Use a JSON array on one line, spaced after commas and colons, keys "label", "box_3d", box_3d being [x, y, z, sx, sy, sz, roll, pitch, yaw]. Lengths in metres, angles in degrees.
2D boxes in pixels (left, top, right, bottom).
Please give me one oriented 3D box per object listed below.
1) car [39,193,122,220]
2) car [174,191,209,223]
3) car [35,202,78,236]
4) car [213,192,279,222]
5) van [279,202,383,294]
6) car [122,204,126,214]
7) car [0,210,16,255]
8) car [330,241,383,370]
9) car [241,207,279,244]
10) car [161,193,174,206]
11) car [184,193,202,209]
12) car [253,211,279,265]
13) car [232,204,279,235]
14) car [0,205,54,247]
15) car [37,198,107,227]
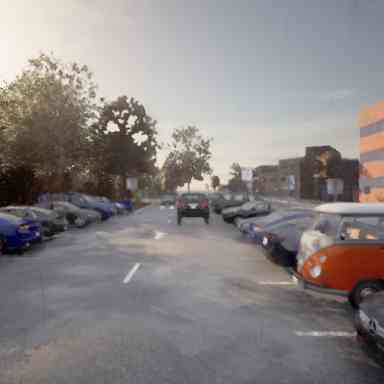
[{"label": "car", "box_3d": [-8.143, 1.079, 23.462, 5.566, 2.045, 2.435, 0, 0, 0]}, {"label": "car", "box_3d": [0.081, 1.066, 23.899, 2.150, 2.045, 5.566, 0, 0, 0]}, {"label": "car", "box_3d": [-8.158, 1.387, 15.117, 4.892, 1.521, 2.231, 0, 0, 0]}, {"label": "car", "box_3d": [4.429, 1.057, 26.505, 5.566, 2.045, 2.435, 0, 0, 0]}, {"label": "van", "box_3d": [4.294, 1.213, 6.726, 4.442, 1.987, 1.878, 0, 0, 0]}, {"label": "car", "box_3d": [-8.111, 1.153, 29.242, 4.553, 1.767, 2.185, 0, 0, 0]}, {"label": "car", "box_3d": [-8.154, 1.421, 9.469, 5.008, 1.535, 2.097, 0, 0, 0]}, {"label": "car", "box_3d": [4.415, 1.496, 3.902, 4.674, 1.452, 2.002, 0, 0, 0]}, {"label": "car", "box_3d": [4.405, 1.444, 12.379, 4.674, 1.452, 2.002, 0, 0, 0]}, {"label": "car", "box_3d": [-3.276, 1.194, 46.638, 2.033, 1.411, 5.357, 0, 1, 0]}, {"label": "car", "box_3d": [0.072, 1.047, 41.526, 2.097, 1.767, 4.553, 0, 1, 0]}, {"label": "car", "box_3d": [4.439, 1.451, 9.553, 4.792, 1.488, 2.163, 0, 0, 0]}, {"label": "car", "box_3d": [4.409, 1.427, 15.205, 4.674, 1.452, 2.002, 0, 0, 0]}, {"label": "car", "box_3d": [-8.155, 1.404, 12.293, 5.008, 1.535, 2.097, 0, 0, 0]}, {"label": "car", "box_3d": [-8.176, 1.350, 20.763, 4.892, 1.521, 2.231, 0, 0, 0]}]
